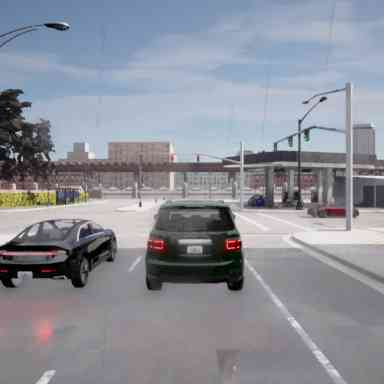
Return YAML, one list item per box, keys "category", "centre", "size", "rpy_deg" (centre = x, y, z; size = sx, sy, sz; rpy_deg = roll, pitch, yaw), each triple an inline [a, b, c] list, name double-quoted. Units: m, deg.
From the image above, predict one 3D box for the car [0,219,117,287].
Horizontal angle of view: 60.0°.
- category: "car"
  centre: [-3.430, 1.491, 9.274]
  size: [2.128, 1.511, 4.902]
  rpy_deg: [0, 0, 0]

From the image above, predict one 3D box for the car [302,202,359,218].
- category: "car"
  centre: [12.357, 1.563, 29.245]
  size: [4.181, 1.385, 1.994]
  rpy_deg: [0, 0, -1]

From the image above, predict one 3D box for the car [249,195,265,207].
- category: "car"
  centre: [9.654, 1.293, 49.373]
  size: [2.242, 1.667, 4.611]
  rpy_deg: [0, 0, 0]

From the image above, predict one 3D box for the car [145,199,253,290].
- category: "car"
  centre: [0.074, 1.221, 9.190]
  size: [2.150, 2.045, 5.566]
  rpy_deg: [0, 0, 0]

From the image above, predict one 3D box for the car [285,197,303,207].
- category: "car"
  centre: [15.398, 1.453, 50.142]
  size: [1.970, 1.475, 3.806]
  rpy_deg: [0, 0, 0]
